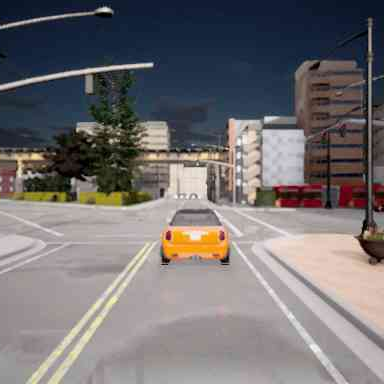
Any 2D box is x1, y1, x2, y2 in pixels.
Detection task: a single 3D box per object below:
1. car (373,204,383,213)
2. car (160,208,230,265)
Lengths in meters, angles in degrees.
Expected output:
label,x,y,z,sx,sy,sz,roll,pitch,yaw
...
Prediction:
label,x,y,z,sx,sy,sz,roll,pitch,yaw
car,21.590,1.690,35.697,4.181,1.385,1.994,1,0,0
car,0.107,1.324,11.784,2.097,1.767,4.553,0,0,0
